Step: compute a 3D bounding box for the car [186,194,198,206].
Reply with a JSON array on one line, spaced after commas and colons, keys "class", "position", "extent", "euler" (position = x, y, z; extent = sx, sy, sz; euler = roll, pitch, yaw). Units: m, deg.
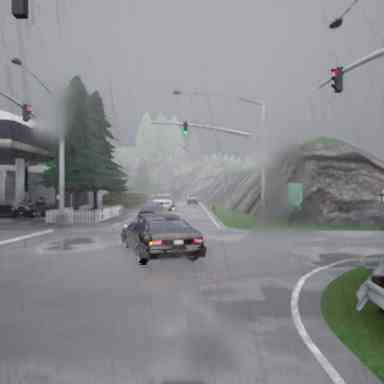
[{"class": "car", "position": [0.096, 1.582, 59.262], "extent": [1.882, 1.535, 5.008], "euler": [0, 0, 0]}]

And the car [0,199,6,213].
[{"class": "car", "position": [-20.224, 1.540, 34.207], "extent": [2.242, 1.667, 4.611], "euler": [0, 0, -1]}]

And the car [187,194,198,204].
[{"class": "car", "position": [0.013, 1.347, 69.472], "extent": [2.150, 2.045, 5.566], "euler": [0, 0, -2]}]

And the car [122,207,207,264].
[{"class": "car", "position": [-1.195, 1.446, 11.469], "extent": [2.033, 1.411, 5.357], "euler": [0, 0, -19]}]

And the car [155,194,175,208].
[{"class": "car", "position": [-3.576, 1.294, 40.964], "extent": [2.150, 2.045, 5.566], "euler": [0, 0, 0]}]

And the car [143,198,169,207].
[{"class": "car", "position": [-3.586, 1.601, 30.607], "extent": [2.033, 1.411, 5.357], "euler": [0, 0, 0]}]

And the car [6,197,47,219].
[{"class": "car", "position": [-14.519, 1.365, 29.927], "extent": [1.905, 1.878, 3.866], "euler": [0, 0, -1]}]
